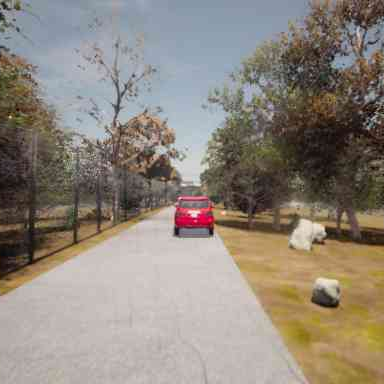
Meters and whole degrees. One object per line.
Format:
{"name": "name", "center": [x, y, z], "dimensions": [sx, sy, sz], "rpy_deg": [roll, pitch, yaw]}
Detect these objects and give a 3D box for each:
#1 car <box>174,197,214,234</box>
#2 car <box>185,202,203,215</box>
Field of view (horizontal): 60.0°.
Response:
{"name": "car", "center": [0.132, 1.311, 19.811], "dimensions": [2.150, 2.045, 5.566], "rpy_deg": [0, 0, 0]}
{"name": "car", "center": [0.209, 1.804, 38.206], "dimensions": [1.895, 1.301, 4.718], "rpy_deg": [0, 0, 0]}
